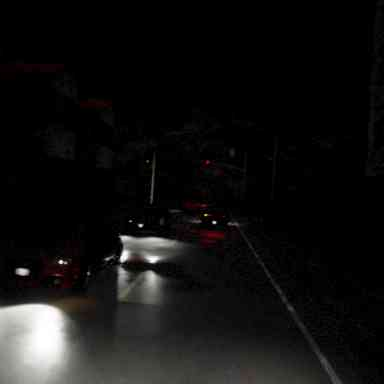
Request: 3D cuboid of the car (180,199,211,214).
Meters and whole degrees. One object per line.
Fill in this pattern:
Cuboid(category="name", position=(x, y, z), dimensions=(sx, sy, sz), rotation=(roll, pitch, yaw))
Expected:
Cuboid(category="car", position=(0.575, 1.572, 38.068), dimensions=(2.097, 1.767, 4.553), rotation=(4, 0, -38))

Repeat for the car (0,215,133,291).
Cuboid(category="car", position=(-3.154, 1.391, 8.478), dimensions=(1.994, 1.385, 4.181), rotation=(4, 0, 5))

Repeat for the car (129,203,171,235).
Cuboid(category="car", position=(-2.322, 1.439, 18.872), dimensions=(1.837, 1.490, 4.892), rotation=(4, 0, 5))

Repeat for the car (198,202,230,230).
Cuboid(category="car", position=(1.634, 1.723, 23.656), dimensions=(1.837, 1.490, 4.892), rotation=(4, 0, 4))
